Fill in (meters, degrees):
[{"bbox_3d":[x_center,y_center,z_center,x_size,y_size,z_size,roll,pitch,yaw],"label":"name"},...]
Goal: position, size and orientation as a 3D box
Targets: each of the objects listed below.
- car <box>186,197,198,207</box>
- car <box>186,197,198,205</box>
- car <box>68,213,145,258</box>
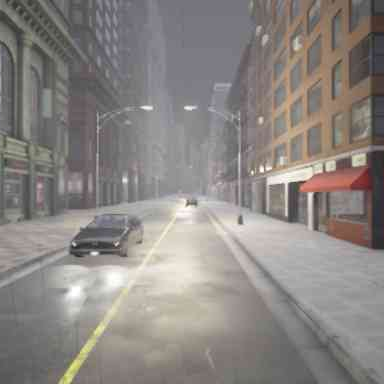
[{"bbox_3d":[0.000,1.536,50.891,1.837,1.490,4.892,0,0,0],"label":"car"},{"bbox_3d":[0.001,1.590,61.313,2.033,1.411,5.357,0,0,0],"label":"car"},{"bbox_3d":[-3.037,1.550,13.075,2.033,1.411,5.357,0,0,1],"label":"car"}]
